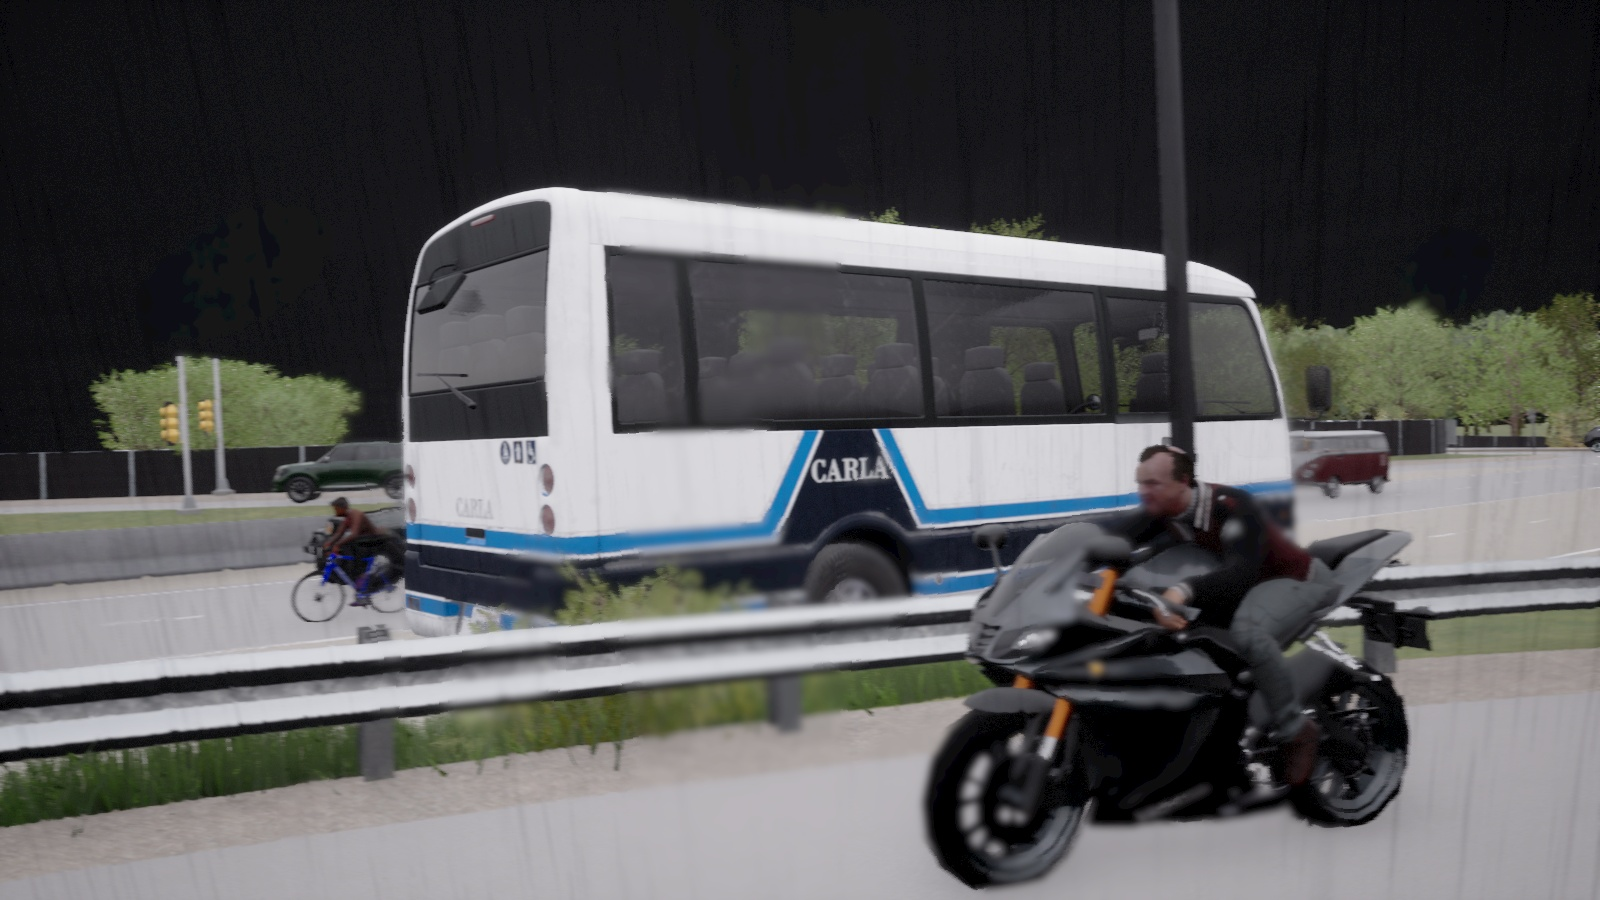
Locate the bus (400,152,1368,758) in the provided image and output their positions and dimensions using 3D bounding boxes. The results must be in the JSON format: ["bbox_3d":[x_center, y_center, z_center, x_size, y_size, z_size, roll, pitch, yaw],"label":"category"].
[{"bbox_3d":[1.534,-0.089,13.533,10.273,4.253,3.944,-2,1,-38],"label":"bus"}]

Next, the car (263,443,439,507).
[{"bbox_3d":[-15.808,0.846,44.544,5.566,2.045,2.150,-1,1,-11],"label":"car"}]

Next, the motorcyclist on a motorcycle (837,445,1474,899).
[{"bbox_3d":[1.314,0.758,4.573,2.191,1.530,0.866,-1,1,-25],"label":"motorcyclist on a motorcycle"}]

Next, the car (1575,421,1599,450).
[{"bbox_3d":[47.661,-0.873,72.203,2.033,1.649,4.856,-2,1,-32],"label":"car"}]

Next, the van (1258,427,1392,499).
[{"bbox_3d":[16.043,0.347,38.265,4.442,1.987,1.775,-2,1,-38],"label":"van"}]

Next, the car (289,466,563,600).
[{"bbox_3d":[-6.157,1.274,20.822,3.866,1.878,1.905,-2,1,-38],"label":"car"}]

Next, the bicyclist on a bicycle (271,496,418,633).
[{"bbox_3d":[-5.974,1.464,16.513,1.656,1.620,0.582,-3,1,-38],"label":"bicyclist on a bicycle"}]
